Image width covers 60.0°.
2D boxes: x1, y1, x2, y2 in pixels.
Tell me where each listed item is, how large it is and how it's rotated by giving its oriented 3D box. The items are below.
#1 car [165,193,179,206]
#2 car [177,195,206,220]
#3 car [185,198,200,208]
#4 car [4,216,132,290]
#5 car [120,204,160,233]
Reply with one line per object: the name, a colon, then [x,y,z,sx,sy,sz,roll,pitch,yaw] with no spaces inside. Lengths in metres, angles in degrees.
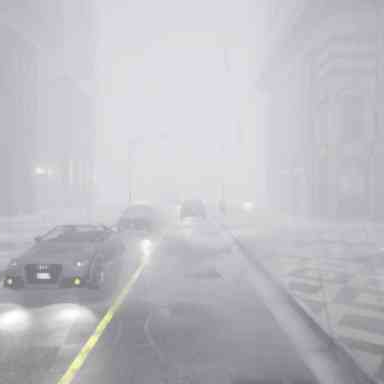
car: [-3.069,1.210,53.573,2.150,2.045,5.566,0,0,1]
car: [0.087,1.346,27.703,2.097,1.767,4.553,0,0,0]
car: [0.085,1.556,47.894,1.994,1.385,4.181,0,0,0]
car: [-3.093,1.561,8.932,1.994,1.385,4.181,0,0,0]
car: [-3.054,1.473,19.728,1.882,1.535,5.008,0,0,1]
